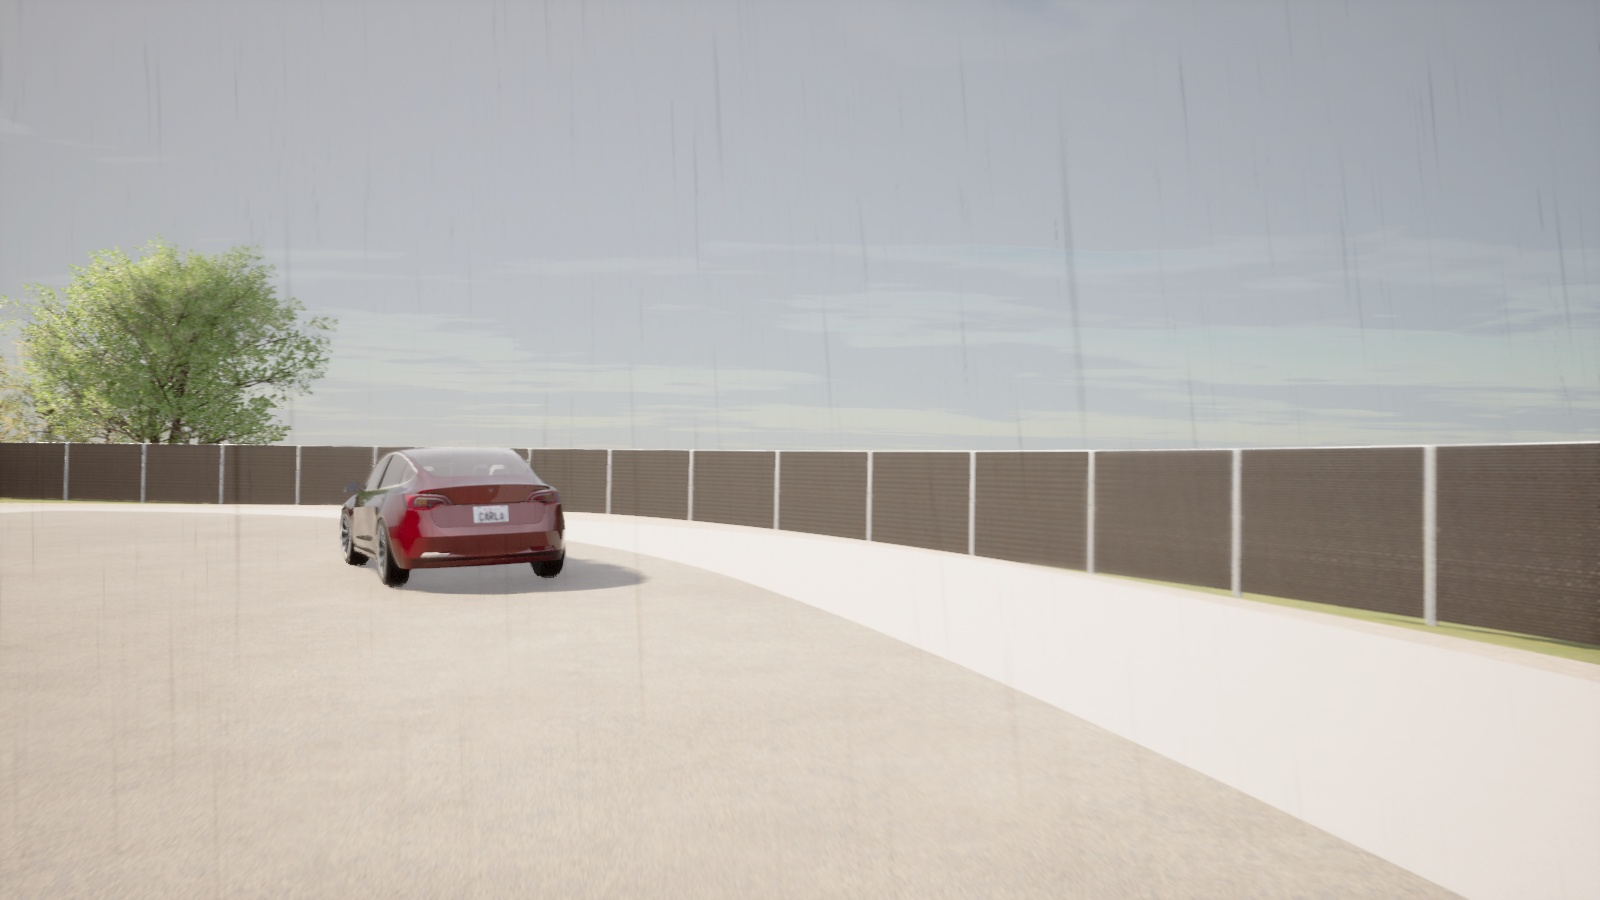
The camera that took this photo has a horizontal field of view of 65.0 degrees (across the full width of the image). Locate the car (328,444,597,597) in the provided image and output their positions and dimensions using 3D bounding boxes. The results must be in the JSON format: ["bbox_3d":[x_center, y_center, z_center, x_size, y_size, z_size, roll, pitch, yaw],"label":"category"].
[{"bbox_3d":[-4.239,0.704,15.130,2.163,1.488,4.792,-1,1,-27],"label":"car"}]
